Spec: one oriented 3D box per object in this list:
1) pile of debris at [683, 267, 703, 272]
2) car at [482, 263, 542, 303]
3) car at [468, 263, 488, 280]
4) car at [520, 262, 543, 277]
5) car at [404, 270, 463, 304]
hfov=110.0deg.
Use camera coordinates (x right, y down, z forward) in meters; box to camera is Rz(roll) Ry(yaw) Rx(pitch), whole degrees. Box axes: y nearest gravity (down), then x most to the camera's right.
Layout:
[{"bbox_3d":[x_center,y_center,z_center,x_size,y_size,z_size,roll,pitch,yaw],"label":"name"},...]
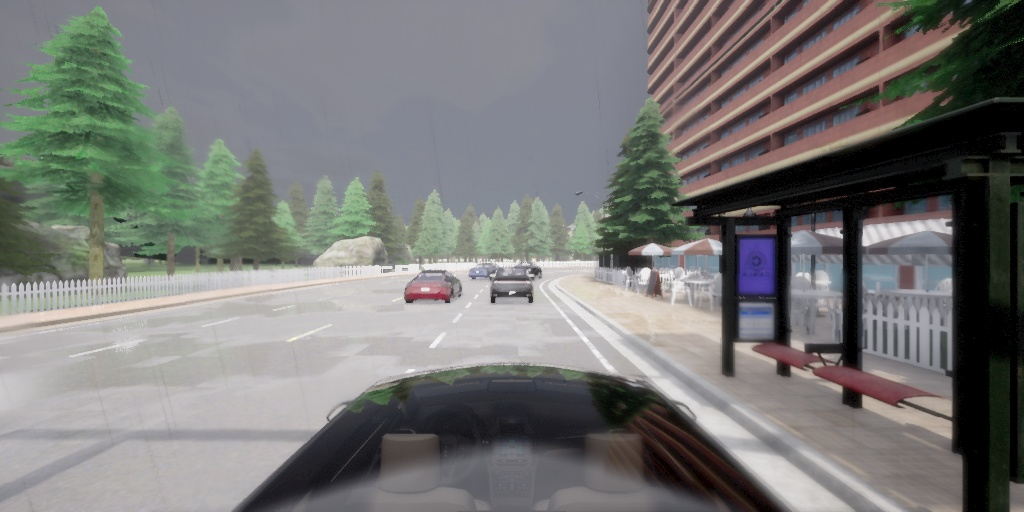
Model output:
[{"bbox_3d":[27.905,1.925,54.940,1.860,0.140,1.500,0,0,-12],"label":"pile of debris"},{"bbox_3d":[0.000,1.245,16.500,2.128,1.511,4.902,0,0,0],"label":"car"},{"bbox_3d":[-2.061,1.313,30.891,2.033,1.411,5.357,0,0,16],"label":"car"},{"bbox_3d":[1.309,1.245,29.946,2.128,1.511,4.902,0,0,16],"label":"car"},{"bbox_3d":[-3.500,1.322,16.500,1.994,1.385,4.181,0,0,0],"label":"car"}]
